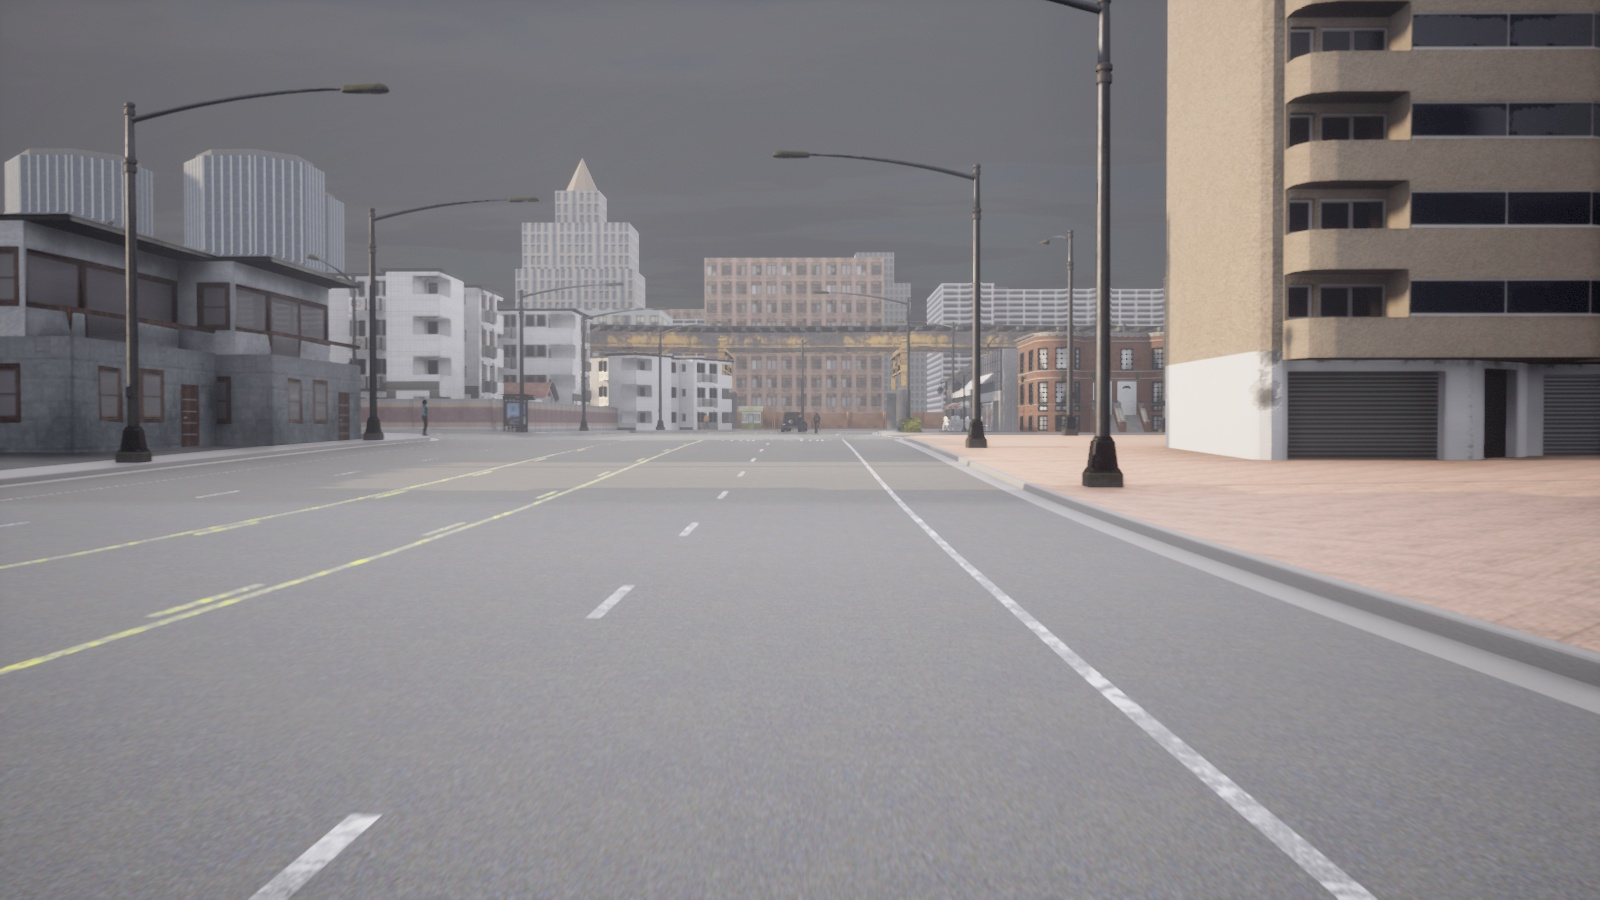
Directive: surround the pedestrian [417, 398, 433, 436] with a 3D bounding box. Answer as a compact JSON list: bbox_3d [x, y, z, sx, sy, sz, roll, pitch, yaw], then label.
[{"bbox_3d":[-19.017,-1.684,63.616,0.692,1.930,0.396,0,1,-4],"label":"pedestrian"}]
